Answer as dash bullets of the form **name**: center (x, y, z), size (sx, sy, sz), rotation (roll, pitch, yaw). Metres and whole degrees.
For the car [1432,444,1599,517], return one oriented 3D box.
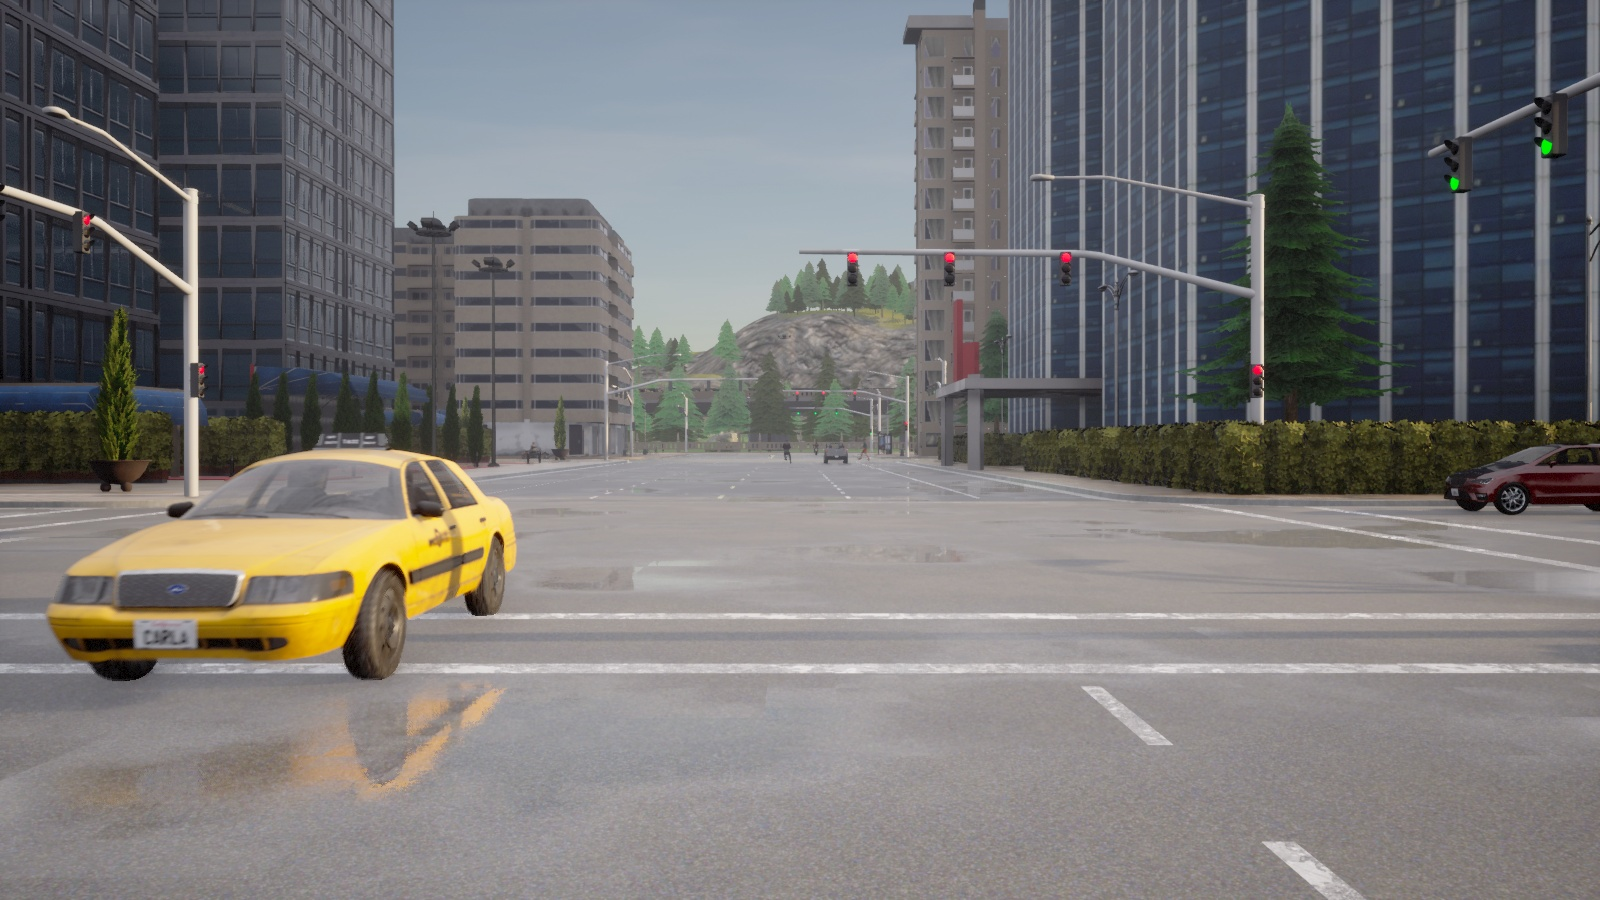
- **car**: center (15.923, 0.623, 26.546), size (4.193, 1.474, 1.816), rotation (0, 0, 0)

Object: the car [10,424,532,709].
- **car**: center (-3.499, 0.628, 9.636), size (1.801, 1.575, 5.366), rotation (0, 0, -1)

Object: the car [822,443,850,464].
- **car**: center (2.553, 0.252, 90.334), size (1.845, 1.501, 3.633), rotation (0, 0, -1)
